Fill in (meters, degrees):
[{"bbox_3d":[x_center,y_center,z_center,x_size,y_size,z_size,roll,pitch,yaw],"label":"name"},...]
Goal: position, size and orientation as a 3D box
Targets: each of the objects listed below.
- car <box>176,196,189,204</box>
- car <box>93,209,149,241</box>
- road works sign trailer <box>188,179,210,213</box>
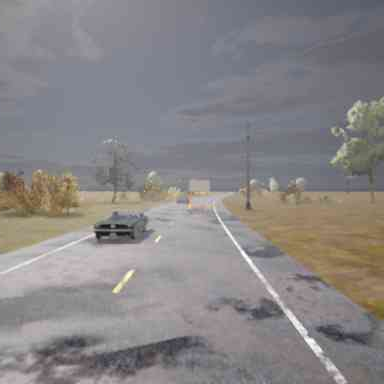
[{"bbox_3d":[-1.523,1.396,57.399,1.994,1.385,4.181,0,0,4],"label":"car"},{"bbox_3d":[-3.396,1.553,16.696,1.895,1.301,4.718,0,0,1],"label":"car"},{"bbox_3d":[0.781,0.364,35.493,2.380,3.560,2.880,0,0,3],"label":"road works sign trailer"}]
